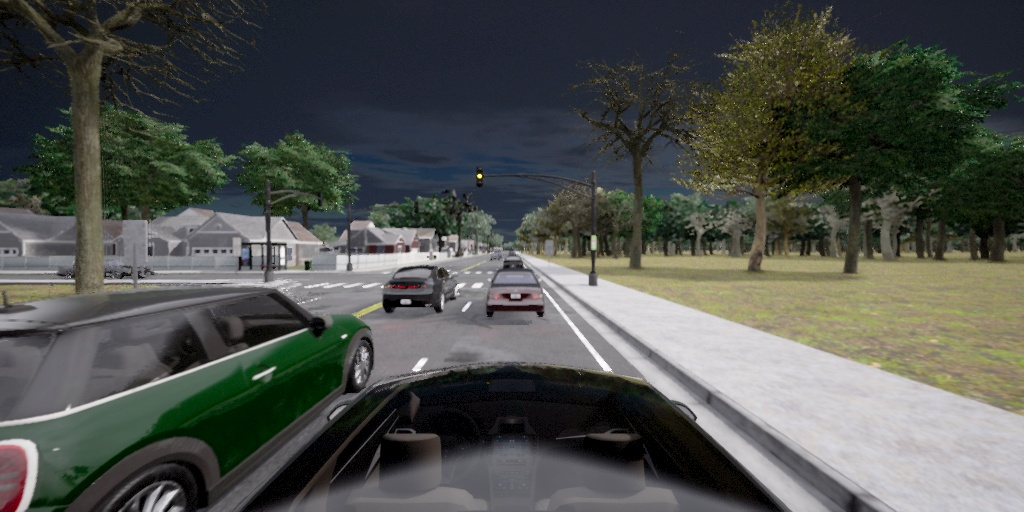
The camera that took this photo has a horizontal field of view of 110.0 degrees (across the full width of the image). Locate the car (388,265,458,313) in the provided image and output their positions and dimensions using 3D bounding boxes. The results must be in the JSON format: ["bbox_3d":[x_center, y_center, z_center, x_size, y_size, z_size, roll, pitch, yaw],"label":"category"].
[{"bbox_3d":[-3.159,1.074,13.039,1.837,1.490,4.892,0,1,0],"label":"car"}]

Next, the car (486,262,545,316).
[{"bbox_3d":[0.099,1.125,12.490,2.033,1.411,5.357,0,1,0],"label":"car"}]

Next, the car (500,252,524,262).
[{"bbox_3d":[0.098,0.696,34.824,1.882,1.535,5.008,0,1,0],"label":"car"}]

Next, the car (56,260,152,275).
[{"bbox_3d":[-28.588,0.963,25.271,5.357,1.411,2.033,0,1,0],"label":"car"}]

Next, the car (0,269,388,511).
[{"bbox_3d":[-3.150,1.073,3.668,2.097,1.767,4.553,0,1,0],"label":"car"}]
